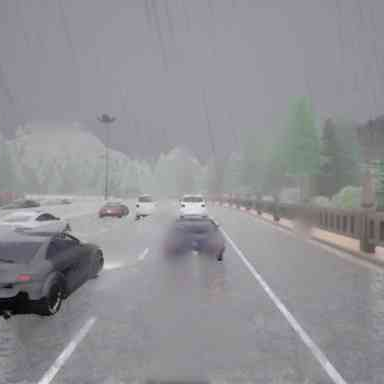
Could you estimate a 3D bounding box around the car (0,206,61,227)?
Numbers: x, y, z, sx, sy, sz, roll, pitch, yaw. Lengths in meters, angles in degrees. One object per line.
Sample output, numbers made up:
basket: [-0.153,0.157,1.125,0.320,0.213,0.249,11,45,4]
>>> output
car: [-6.916,1.533,14.484,1.812,1.442,4.674,0,0,0]

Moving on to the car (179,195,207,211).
car: [0.097,1.237,28.345,2.150,2.045,5.566,0,0,0]

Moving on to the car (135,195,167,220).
car: [-3.403,1.237,28.281,2.150,2.045,5.566,0,0,0]

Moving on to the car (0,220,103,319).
car: [-3.425,1.569,7.478,1.994,1.385,4.181,0,0,0]

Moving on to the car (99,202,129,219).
car: [-6.904,1.579,29.820,1.994,1.385,4.181,0,0,0]

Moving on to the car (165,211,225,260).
car: [0.093,1.607,12.416,1.895,1.301,4.718,0,0,0]

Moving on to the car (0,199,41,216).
car: [-17.632,1.523,34.350,1.837,1.490,4.892,0,0,0]

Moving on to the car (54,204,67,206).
car: [-14.131,1.544,34.885,1.812,1.442,4.674,0,0,-1]
